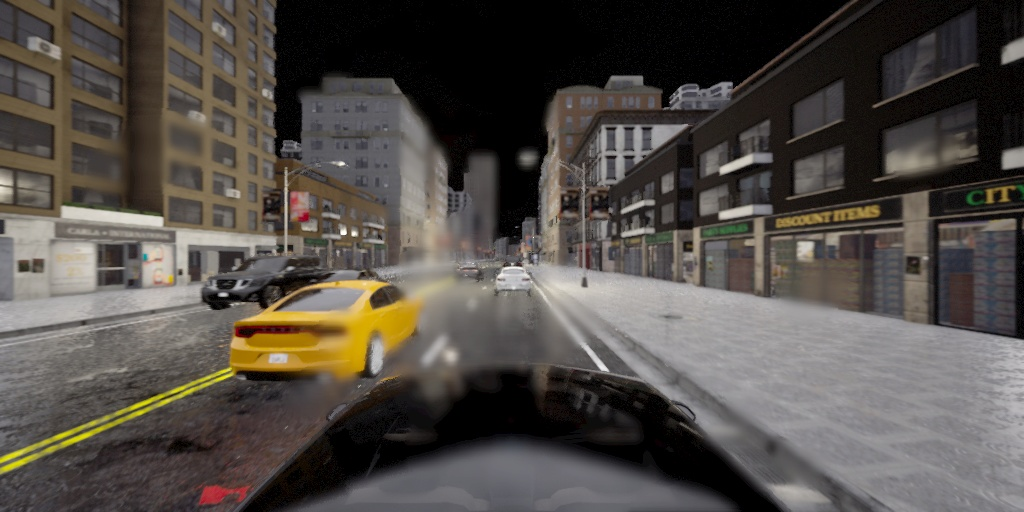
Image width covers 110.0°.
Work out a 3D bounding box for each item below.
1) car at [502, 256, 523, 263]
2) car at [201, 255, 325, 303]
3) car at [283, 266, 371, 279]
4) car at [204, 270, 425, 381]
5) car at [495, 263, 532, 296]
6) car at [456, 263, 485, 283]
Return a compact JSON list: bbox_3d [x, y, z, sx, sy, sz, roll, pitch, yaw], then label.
[{"bbox_3d":[0.070,0.976,39.558,2.150,2.045,5.566,0,0,0],"label":"car"},{"bbox_3d":[-9.860,0.982,15.007,2.150,2.045,5.566,0,0,0],"label":"car"},{"bbox_3d":[-6.608,1.260,14.358,1.837,1.490,4.892,0,0,0],"label":"car"},{"bbox_3d":[-3.153,1.230,7.311,1.882,1.535,5.008,0,0,0],"label":"car"},{"bbox_3d":[0.086,1.277,19.314,1.812,1.442,4.674,0,0,0],"label":"car"},{"bbox_3d":[-3.170,1.246,27.753,2.128,1.511,4.902,0,0,0],"label":"car"}]
